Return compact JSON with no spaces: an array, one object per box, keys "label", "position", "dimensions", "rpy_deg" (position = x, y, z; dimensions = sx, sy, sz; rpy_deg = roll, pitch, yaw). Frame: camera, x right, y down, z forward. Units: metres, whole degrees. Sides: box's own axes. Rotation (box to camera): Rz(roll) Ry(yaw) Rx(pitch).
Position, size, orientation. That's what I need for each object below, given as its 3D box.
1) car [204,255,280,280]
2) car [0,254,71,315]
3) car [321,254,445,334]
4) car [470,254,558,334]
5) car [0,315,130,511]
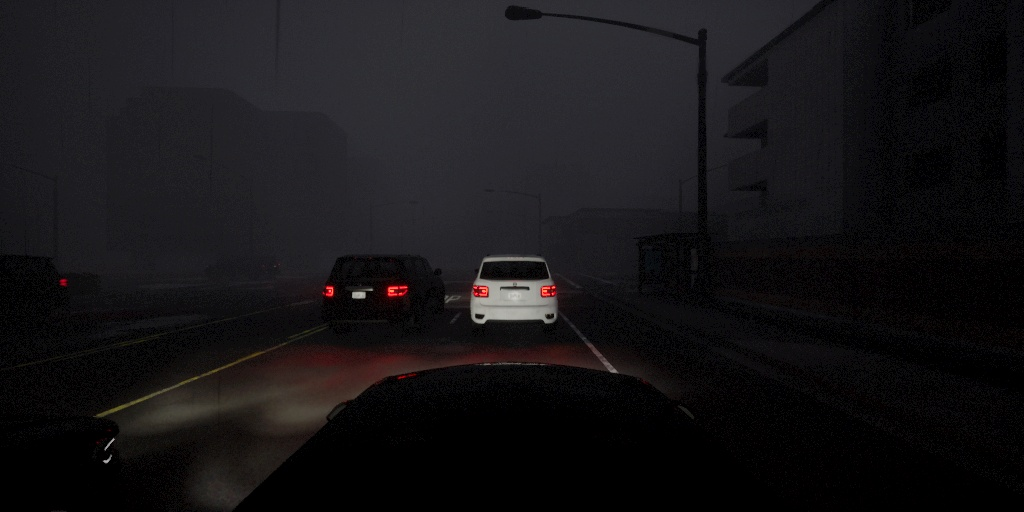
[{"label":"car","position":[-23.136,0.973,30.919],"dimensions":[5.566,2.045,2.150],"rpy_deg":[0,0,0]},{"label":"car","position":[-14.110,0.972,8.189],"dimensions":[2.150,2.045,5.566],"rpy_deg":[0,0,0]},{"label":"car","position":[-3.471,0.971,10.733],"dimensions":[2.150,2.045,5.566],"rpy_deg":[0,0,-1]},{"label":"car","position":[0.026,0.972,10.756],"dimensions":[2.150,2.045,5.566],"rpy_deg":[0,0,-1]},{"label":"car","position":[-3.464,1.228,0.244],"dimensions":[1.882,1.535,5.008],"rpy_deg":[0,0,0]}]
